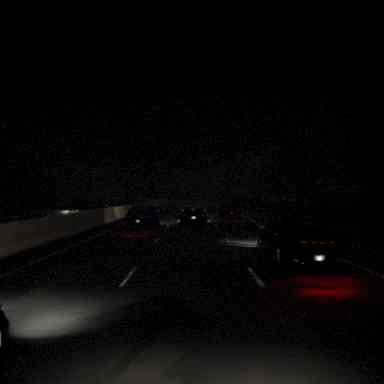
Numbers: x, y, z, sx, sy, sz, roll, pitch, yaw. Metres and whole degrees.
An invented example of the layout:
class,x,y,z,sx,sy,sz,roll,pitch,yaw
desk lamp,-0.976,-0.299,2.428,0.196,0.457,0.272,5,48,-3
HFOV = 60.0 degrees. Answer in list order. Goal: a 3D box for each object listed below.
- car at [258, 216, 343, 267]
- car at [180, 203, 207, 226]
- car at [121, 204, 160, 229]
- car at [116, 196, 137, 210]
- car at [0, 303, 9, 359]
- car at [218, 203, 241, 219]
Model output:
class,x,y,z,sx,sy,sz,roll,pitch,yaw
car,3.605,1.617,11.810,1.837,1.490,4.892,0,0,0
car,0.116,1.793,25.251,1.994,1.385,4.181,0,0,0
car,-3.387,1.686,23.291,1.882,1.535,5.008,0,0,0
car,-10.509,1.704,53.901,2.150,2.045,5.566,0,-1,1
car,-3.399,1.547,2.591,1.812,1.442,4.674,0,0,0
car,3.620,1.778,32.768,1.882,1.535,5.008,0,0,0
